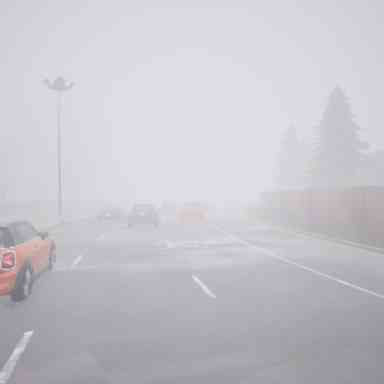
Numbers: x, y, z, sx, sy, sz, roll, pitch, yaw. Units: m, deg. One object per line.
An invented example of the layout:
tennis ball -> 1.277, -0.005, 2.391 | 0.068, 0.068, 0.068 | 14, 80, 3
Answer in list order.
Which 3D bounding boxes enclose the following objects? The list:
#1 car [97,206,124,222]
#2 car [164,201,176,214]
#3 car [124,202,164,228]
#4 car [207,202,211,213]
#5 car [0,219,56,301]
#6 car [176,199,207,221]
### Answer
car -> -7.042, 1.910, 29.794 | 1.994, 1.385, 4.181 | -1, -1, 1
car -> -2.727, 1.891, 40.842 | 2.128, 1.511, 4.902 | -1, 0, 7
car -> -3.460, 1.612, 24.813 | 2.097, 1.767, 4.553 | -1, -1, -3
car -> 1.210, 1.728, 43.281 | 2.097, 1.767, 4.553 | -1, -1, 9
car -> -4.950, 1.483, 8.587 | 2.097, 1.767, 4.553 | 0, -1, -13
car -> -0.032, 1.622, 29.995 | 2.097, 1.767, 4.553 | -1, -1, 0
